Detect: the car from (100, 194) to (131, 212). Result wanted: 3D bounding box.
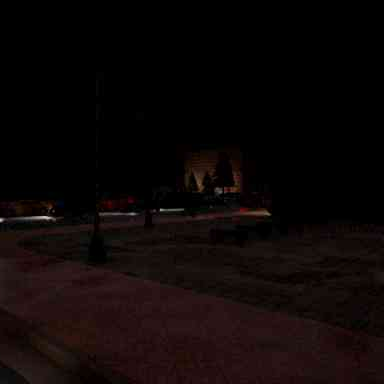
[{"bbox_3d":[-9.472,1.221,39.056,2.150,2.045,5.566,0,0,41],"label":"car"}]

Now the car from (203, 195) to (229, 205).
[{"bbox_3d":[3.658,1.564,54.552,1.994,1.385,4.181,0,0,41],"label":"car"}]

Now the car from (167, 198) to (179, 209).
[{"bbox_3d":[-2.860,1.547,46.891,2.033,1.411,5.357,0,0,40],"label":"car"}]

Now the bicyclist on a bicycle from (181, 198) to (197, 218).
[{"bbox_3d":[-0.267,1.301,26.728,1.656,1.620,0.582,0,0,40],"label":"bicyclist on a bicycle"}]

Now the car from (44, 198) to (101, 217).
[{"bbox_3d":[-11.227,1.564,31.543,1.994,1.385,4.181,0,0,40],"label":"car"}]

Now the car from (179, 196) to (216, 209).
[{"bbox_3d":[0.845,1.601,45.841,1.895,1.301,4.718,0,0,40],"label":"car"}]

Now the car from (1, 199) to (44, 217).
[{"bbox_3d":[-15.880,1.478,31.467,1.882,1.535,5.008,0,0,40],"label":"car"}]

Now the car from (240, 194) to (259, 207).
[{"bbox_3d":[9.097,1.505,50.002,1.837,1.490,4.892,0,0,41],"label":"car"}]

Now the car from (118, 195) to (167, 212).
[{"bbox_3d":[-5.563,1.478,38.262,1.882,1.535,5.008,0,0,40],"label":"car"}]

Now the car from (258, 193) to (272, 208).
[{"bbox_3d":[11.992,1.352,48.000,2.097,1.767,4.553,0,0,41],"label":"car"}]
